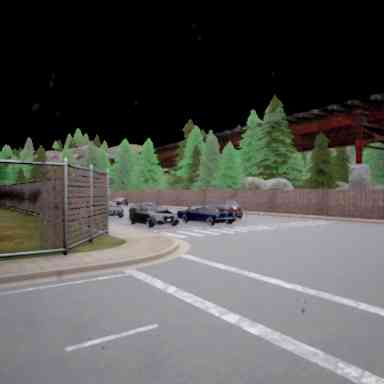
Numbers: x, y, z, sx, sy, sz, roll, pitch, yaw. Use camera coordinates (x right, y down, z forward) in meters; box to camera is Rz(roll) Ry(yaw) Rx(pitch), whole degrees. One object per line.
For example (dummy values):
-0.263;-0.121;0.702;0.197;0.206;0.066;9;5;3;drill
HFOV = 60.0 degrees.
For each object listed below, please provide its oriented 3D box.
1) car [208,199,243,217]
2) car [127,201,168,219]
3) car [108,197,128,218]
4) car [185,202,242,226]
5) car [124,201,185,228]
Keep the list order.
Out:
2.159;1.350;28.069;2.097;1.767;4.553;0;0;-36;car
-4.176;1.563;30.507;1.994;1.385;4.181;0;0;-36;car
-7.640;1.504;29.324;1.837;1.490;4.892;0;0;-36;car
0.967;1.600;23.382;1.895;1.301;4.718;0;0;-36;car
-2.623;1.563;22.377;1.994;1.385;4.181;0;0;-36;car
